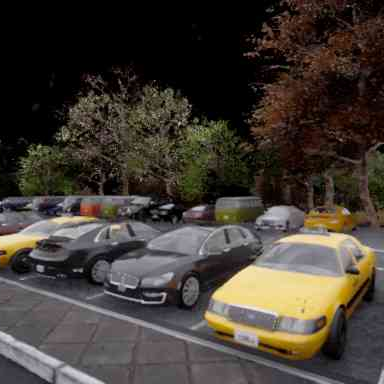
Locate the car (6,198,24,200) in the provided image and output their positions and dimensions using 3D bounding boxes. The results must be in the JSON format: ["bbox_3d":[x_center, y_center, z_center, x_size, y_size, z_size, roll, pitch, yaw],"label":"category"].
[{"bbox_3d":[-16.918,1.732,36.375,1.946,1.575,5.366,-1,-1,36],"label":"car"}]

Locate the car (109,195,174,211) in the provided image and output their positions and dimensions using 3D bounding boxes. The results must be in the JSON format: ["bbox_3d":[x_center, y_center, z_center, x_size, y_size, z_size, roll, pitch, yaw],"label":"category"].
[{"bbox_3d":[-3.480,1.311,26.847,2.435,2.045,5.566,0,0,36],"label":"car"}]

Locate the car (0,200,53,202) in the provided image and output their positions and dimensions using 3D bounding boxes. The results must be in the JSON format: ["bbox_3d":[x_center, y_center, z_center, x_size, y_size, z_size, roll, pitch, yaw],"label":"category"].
[{"bbox_3d":[-8.904,1.428,14.624,2.185,1.767,4.553,0,0,36],"label":"car"}]

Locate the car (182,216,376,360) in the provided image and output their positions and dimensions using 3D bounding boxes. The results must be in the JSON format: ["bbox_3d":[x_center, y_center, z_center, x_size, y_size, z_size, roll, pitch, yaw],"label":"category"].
[{"bbox_3d":[2.253,1.503,6.364,1.946,1.575,5.366,0,0,36],"label":"car"}]

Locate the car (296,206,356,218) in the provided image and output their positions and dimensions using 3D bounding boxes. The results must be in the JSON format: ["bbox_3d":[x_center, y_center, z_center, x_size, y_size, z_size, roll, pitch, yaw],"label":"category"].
[{"bbox_3d":[7.858,1.513,18.674,2.097,1.535,5.008,0,0,36],"label":"car"}]

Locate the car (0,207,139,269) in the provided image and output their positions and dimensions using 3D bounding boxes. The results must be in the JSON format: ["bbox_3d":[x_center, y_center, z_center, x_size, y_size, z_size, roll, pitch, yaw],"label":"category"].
[{"bbox_3d":[-4.495,1.532,11.245,1.946,1.575,5.366,0,0,36],"label":"car"}]

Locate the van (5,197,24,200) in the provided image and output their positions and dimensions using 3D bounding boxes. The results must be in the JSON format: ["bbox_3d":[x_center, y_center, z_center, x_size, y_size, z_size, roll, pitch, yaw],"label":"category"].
[{"bbox_3d":[-18.990,1.563,38.246,1.878,1.987,4.442,-1,-1,36],"label":"van"}]

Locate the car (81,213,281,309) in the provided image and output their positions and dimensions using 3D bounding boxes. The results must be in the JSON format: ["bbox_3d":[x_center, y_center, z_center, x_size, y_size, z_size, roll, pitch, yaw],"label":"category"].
[{"bbox_3d":[0.116,1.517,8.146,2.231,1.521,4.892,0,0,36],"label":"car"}]

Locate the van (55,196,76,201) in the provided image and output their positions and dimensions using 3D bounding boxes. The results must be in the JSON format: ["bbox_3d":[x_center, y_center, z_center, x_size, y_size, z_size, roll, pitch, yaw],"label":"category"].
[{"bbox_3d":[-10.272,1.365,31.651,1.878,1.987,4.442,-1,0,36],"label":"van"}]

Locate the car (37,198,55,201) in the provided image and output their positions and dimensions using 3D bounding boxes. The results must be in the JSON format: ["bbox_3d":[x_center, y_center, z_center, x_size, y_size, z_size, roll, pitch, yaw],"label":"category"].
[{"bbox_3d":[-12.321,1.626,33.284,2.097,1.535,5.008,-1,-1,36],"label":"car"}]

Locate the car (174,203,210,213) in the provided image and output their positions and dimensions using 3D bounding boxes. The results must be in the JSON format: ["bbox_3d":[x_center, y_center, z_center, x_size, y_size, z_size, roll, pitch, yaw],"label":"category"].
[{"bbox_3d":[1.127,1.582,23.547,2.002,1.452,4.674,0,0,36],"label":"car"}]

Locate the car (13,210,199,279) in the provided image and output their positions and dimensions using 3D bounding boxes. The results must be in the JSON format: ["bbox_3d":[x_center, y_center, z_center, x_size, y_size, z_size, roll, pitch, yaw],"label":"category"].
[{"bbox_3d":[-2.141,1.526,9.763,2.231,1.521,4.892,0,0,36],"label":"car"}]

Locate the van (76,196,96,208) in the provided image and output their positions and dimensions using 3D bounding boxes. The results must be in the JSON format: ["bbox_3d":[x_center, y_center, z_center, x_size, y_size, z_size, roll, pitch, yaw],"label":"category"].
[{"bbox_3d":[-7.783,1.355,30.139,1.878,1.987,4.442,0,0,36],"label":"van"}]

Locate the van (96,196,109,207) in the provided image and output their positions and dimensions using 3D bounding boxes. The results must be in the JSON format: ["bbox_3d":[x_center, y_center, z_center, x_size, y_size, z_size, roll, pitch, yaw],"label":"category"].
[{"bbox_3d":[-5.640,1.346,28.589,1.878,1.987,4.442,0,0,36],"label":"van"}]

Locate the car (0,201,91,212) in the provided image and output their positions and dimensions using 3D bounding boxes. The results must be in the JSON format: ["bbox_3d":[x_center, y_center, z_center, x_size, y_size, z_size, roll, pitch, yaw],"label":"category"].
[{"bbox_3d":[-6.655,1.419,12.997,2.185,1.767,4.553,0,0,36],"label":"car"}]

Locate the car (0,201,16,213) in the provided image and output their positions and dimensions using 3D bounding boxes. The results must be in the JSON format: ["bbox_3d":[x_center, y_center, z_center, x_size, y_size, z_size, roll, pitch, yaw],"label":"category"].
[{"bbox_3d":[-25.892,1.954,43.088,2.097,1.535,5.008,-1,-1,36],"label":"car"}]

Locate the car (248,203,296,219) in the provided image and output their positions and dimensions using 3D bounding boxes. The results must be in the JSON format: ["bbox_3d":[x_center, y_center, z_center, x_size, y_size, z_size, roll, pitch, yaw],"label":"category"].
[{"bbox_3d":[5.517,1.564,20.377,2.002,1.452,4.674,0,0,36],"label":"car"}]

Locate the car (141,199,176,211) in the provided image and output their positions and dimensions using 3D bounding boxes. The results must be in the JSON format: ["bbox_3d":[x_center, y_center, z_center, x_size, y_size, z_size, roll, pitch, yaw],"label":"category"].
[{"bbox_3d":[-1.120,1.552,25.169,2.097,1.535,5.008,0,0,36],"label":"car"}]

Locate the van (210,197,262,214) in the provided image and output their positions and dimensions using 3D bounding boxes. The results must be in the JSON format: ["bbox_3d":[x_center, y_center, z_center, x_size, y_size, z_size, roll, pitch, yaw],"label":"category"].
[{"bbox_3d":[3.338,1.307,22.094,1.878,1.987,4.442,0,0,36],"label":"van"}]

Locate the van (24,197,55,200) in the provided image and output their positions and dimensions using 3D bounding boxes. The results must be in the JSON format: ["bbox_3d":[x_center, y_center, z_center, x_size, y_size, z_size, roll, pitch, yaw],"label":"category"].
[{"bbox_3d":[-14.640,1.455,34.811,1.878,1.987,4.442,-1,-1,36],"label":"van"}]
